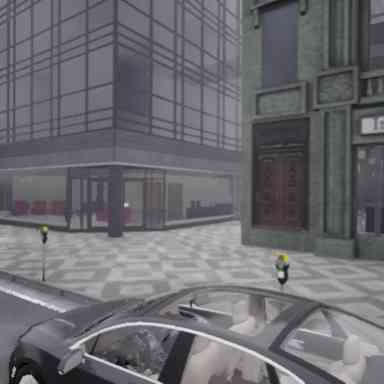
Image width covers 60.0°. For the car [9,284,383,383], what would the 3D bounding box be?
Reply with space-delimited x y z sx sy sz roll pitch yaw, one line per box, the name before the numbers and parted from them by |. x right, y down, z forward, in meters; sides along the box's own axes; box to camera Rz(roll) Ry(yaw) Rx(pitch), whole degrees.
car | 0.104 1.544 2.891 4.403 1.369 2.008 0 0 36
